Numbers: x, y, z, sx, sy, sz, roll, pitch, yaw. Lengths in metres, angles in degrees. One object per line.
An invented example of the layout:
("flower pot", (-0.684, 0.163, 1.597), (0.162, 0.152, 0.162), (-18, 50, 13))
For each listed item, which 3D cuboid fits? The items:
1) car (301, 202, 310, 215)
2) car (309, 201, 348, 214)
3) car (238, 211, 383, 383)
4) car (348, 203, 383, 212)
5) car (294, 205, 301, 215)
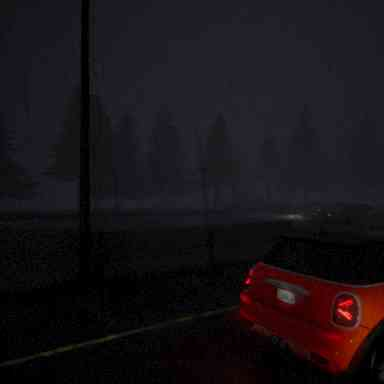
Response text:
("car", (12.170, 1.518, 28.576), (4.674, 1.442, 1.812), (0, 0, -17))
("car", (11.865, 1.543, 24.895), (5.357, 1.411, 2.033), (0, 0, -19))
("car", (3.007, 1.351, 5.359), (4.553, 1.767, 2.097), (0, 0, -32))
("car", (12.749, 1.526, 21.423), (4.674, 1.442, 1.812), (0, 0, -18))
("car", (12.052, 1.553, 32.171), (4.181, 1.385, 1.994), (0, 0, -16))
